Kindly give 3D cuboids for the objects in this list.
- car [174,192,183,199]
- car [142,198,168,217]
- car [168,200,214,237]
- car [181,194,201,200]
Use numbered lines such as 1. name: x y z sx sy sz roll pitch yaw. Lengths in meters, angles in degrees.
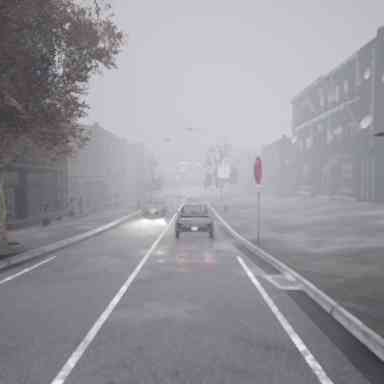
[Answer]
1. car: -2.650 0.774 69.957 1.812 1.442 4.674 0 1 0
2. car: -3.072 1.287 28.509 2.128 1.511 4.902 0 1 1
3. car: 0.125 1.411 17.409 2.128 1.511 4.902 0 1 0
4. car: 0.204 1.240 36.414 2.033 1.411 5.357 0 1 0
